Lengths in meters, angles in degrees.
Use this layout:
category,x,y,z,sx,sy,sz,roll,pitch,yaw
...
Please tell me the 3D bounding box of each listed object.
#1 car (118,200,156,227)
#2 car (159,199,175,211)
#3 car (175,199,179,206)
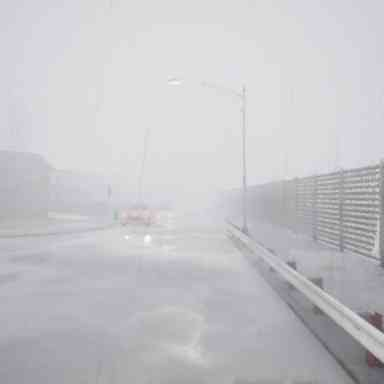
category,x,y,z,sx,sy,sz,roll,pitch,yaw
car,-4.003,1.641,25.443,2.097,1.767,4.553,0,-1,0
car,-4.005,2.224,51.345,1.837,1.490,4.892,0,1,0
car,-4.009,2.395,76.006,1.882,1.535,5.008,0,-1,0
